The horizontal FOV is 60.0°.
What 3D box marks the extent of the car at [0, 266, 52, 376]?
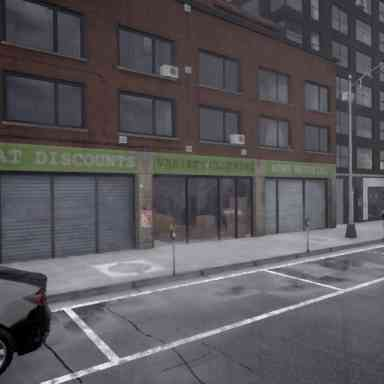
[{"bbox_3d":[-3.903,1.566,3.760,4.313,1.339,1.947,0,-1,-35],"label":"car"}]
